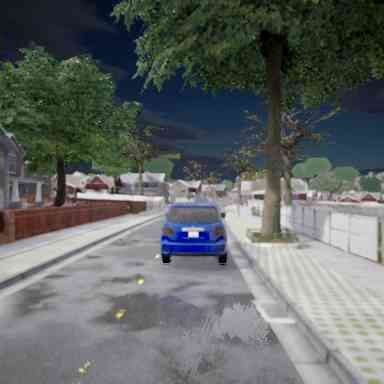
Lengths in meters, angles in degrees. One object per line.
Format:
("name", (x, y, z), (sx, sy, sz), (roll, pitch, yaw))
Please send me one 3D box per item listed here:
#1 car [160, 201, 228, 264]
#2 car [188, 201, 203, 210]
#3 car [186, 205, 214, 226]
("car", (0.126, 1.363, 12.526), (2.150, 2.045, 5.566), (0, 0, 2))
("car", (0.699, 2.243, 55.574), (1.994, 1.385, 4.181), (0, -1, 8))
("car", (0.785, 1.859, 27.402), (2.033, 1.411, 5.357), (0, -1, 4))
